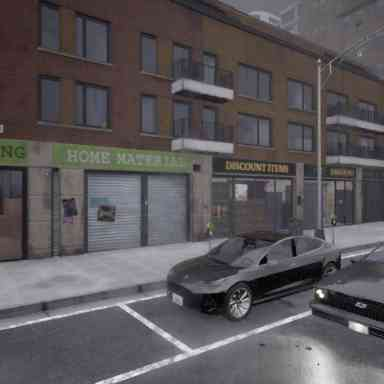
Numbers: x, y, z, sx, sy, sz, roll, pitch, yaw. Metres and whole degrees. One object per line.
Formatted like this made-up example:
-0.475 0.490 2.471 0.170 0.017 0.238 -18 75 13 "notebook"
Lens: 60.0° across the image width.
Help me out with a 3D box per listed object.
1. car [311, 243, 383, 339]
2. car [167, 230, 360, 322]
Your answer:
4.546 1.547 6.295 5.357 1.411 2.033 0 0 -35 "car"
1.517 1.566 7.257 4.313 1.339 1.947 0 0 -35 "car"
